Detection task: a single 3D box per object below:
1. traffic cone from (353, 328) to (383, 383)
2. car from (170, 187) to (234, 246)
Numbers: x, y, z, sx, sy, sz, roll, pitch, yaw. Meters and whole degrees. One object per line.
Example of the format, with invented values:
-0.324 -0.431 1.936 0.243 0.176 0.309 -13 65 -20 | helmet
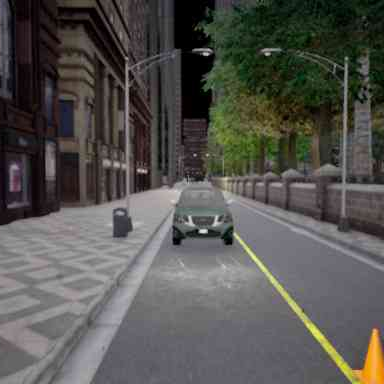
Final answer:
2.084 1.851 3.790 0.340 0.580 0.340 0 2 0 | traffic cone
0.376 0.838 13.625 2.150 2.045 5.566 0 2 0 | car
